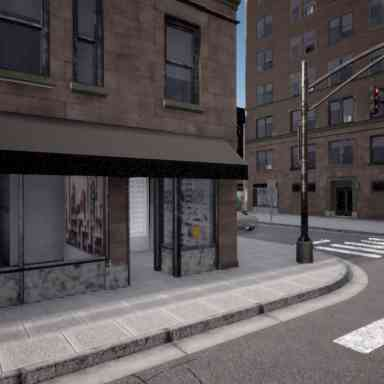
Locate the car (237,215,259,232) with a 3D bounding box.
[{"bbox_3d":[1.653,1.593,19.415,1.895,1.301,4.718,0,0,-36],"label":"car"}]
